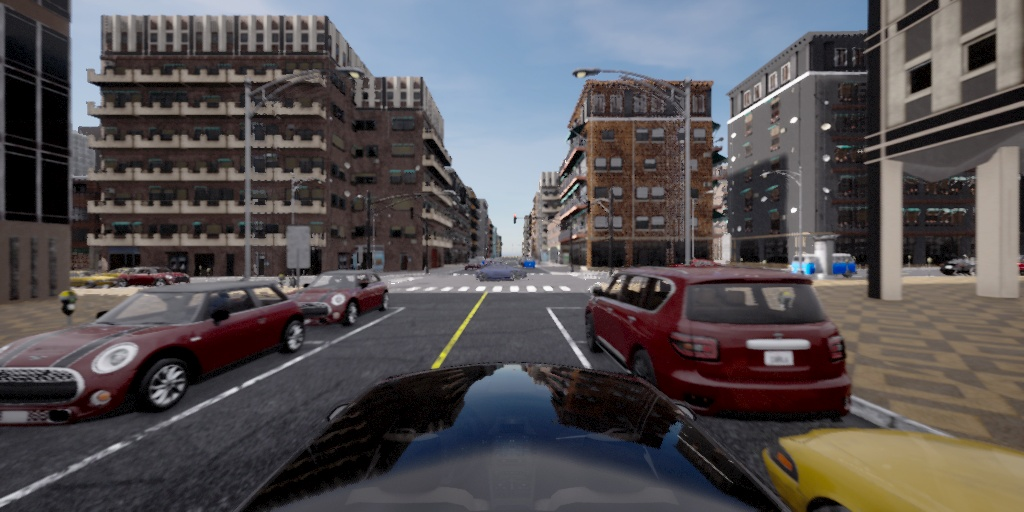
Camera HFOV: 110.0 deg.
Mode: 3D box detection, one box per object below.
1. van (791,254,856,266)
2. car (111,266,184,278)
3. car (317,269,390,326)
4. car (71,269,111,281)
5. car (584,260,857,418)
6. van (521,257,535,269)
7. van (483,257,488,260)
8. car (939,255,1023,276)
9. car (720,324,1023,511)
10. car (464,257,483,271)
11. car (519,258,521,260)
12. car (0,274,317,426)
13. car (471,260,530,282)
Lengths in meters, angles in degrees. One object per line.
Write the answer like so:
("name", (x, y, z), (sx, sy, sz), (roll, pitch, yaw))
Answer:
("van", (22.945, 0.746, 26.404), (3.998, 1.789, 1.690), (0, 0, 0))
("car", (-26.174, 1.512, 26.354), (4.097, 1.591, 1.967), (0, 0, 0))
("car", (-5.412, 1.185, 11.371), (1.967, 1.591, 4.097), (0, 0, 0))
("car", (-31.529, 1.673, 26.348), (4.829, 1.417, 1.751), (0, 0, 0))
("car", (2.562, 1.063, 5.833), (2.192, 1.841, 5.009), (0, 0, 0))
("van", (2.660, 1.052, 54.352), (1.690, 1.789, 3.998), (0, 0, 0))
("van", (-5.449, 1.046, 60.551), (1.690, 1.789, 3.998), (0, 0, 0))
("car", (34.249, 0.816, 26.415), (4.313, 1.339, 1.948), (0, 0, 0))
("car", (2.566, 1.276, 0.455), (1.751, 1.417, 4.829), (0, 0, 0))
("car", (-5.476, 1.155, 49.386), (1.967, 1.591, 4.097), (0, 0, 0))
("car", (2.621, 1.250, 60.556), (1.888, 1.381, 4.507), (0, 0, 0))
("car", (-5.318, 1.188, 5.827), (1.967, 1.591, 4.097), (0, 0, 0))
("car", (-0.867, 1.288, 28.945), (4.181, 1.385, 1.994), (-1, 0, 0))
